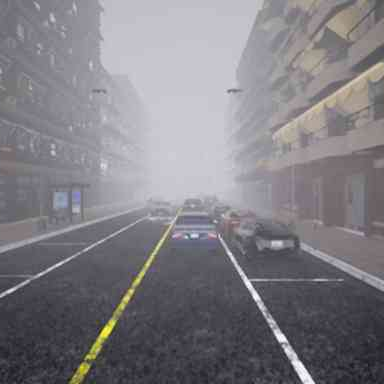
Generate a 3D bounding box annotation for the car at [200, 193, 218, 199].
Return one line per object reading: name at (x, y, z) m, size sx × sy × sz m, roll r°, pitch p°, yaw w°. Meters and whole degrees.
car at (2.532, 1.329, 45.909) m, size 2.192 × 1.841 × 5.009 m, roll -1°, pitch 0°, yaw 0°

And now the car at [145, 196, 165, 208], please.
car at (-5.336, 1.454, 46.142) m, size 1.967 × 1.590 × 4.097 m, roll -1°, pitch 0°, yaw 0°

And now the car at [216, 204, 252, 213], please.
car at (2.519, 1.548, 17.587) m, size 1.887 × 1.381 × 4.507 m, roll -1°, pitch 0°, yaw 0°

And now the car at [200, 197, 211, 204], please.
car at (2.542, 1.606, 62.902) m, size 1.802 × 1.307 × 4.206 m, roll -1°, pitch 0°, yaw 0°

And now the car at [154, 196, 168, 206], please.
car at (-5.339, 1.461, 57.445) m, size 1.967 × 1.590 × 4.097 m, roll -1°, pitch 0°, yaw 0°

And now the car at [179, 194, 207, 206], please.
car at (0.089, 1.360, 33.374) m, size 2.097 × 1.767 × 4.553 m, roll 0°, pitch 0°, yaw 0°

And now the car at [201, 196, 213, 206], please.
car at (2.546, 1.460, 57.238) m, size 1.967 × 1.590 × 4.097 m, roll -1°, pitch 0°, yaw 0°

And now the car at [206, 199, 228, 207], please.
car at (2.516, 1.558, 28.916) m, size 2.008 × 1.369 × 4.403 m, roll -1°, pitch 0°, yaw 0°

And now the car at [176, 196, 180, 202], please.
car at (-2.766, 1.534, 72.903) m, size 2.128 × 1.511 × 4.902 m, roll 0°, pitch 0°, yaw 0°

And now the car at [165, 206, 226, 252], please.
car at (0.093, 1.549, 13.903) m, size 2.033 × 1.411 × 5.357 m, roll 0°, pitch 0°, yaw 0°

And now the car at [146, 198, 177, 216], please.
car at (-2.856, 1.555, 32.538) m, size 2.033 × 1.411 × 5.357 m, roll 0°, pitch 0°, yaw 0°

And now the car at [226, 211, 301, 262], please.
car at (2.520, 1.568, 11.923) m, size 1.947 × 1.339 × 4.313 m, roll -1°, pitch 0°, yaw 0°
